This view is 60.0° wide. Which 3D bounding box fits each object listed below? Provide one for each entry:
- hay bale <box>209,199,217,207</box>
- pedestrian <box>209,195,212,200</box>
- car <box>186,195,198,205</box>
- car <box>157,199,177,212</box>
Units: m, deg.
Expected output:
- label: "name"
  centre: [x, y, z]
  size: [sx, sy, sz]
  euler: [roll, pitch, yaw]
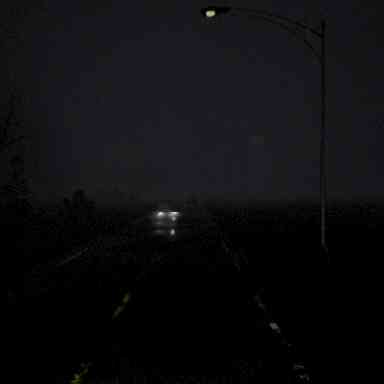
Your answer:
- label: "hay bale"
  centre: [3.131, 1.686, 49.819]
  size: [1.220, 1.180, 1.240]
  euler: [1, 1, 0]
- label: "pedestrian"
  centre: [2.822, 1.312, 50.913]
  size: [0.375, 1.860, 0.375]
  euler: [-1, 1, -3]
- label: "car"
  centre: [0.001, 1.606, 58.117]
  size: [1.994, 1.385, 4.181]
  euler: [0, 0, 0]
- label: "car"
  centre: [-2.843, 1.544, 39.169]
  size: [1.812, 1.442, 4.674]
  euler: [0, 0, 0]
